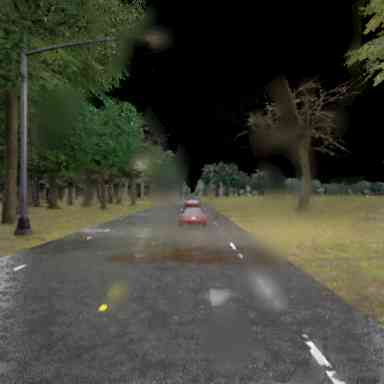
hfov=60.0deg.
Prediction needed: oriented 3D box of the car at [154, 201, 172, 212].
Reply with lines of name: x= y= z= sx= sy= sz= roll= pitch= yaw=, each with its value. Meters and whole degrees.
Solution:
car: x=-3.484 y=1.799 z=40.831 sx=1.994 sy=1.385 sz=4.181 roll=0 pitch=0 yaw=0

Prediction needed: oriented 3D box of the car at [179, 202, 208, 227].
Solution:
car: x=0.110 y=1.683 z=23.641 sx=1.994 sy=1.385 sz=4.181 roll=0 pitch=0 yaw=0

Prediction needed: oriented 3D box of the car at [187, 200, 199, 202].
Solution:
car: x=0.107 y=1.679 z=41.462 sx=1.882 sy=1.535 sz=5.008 roll=0 pitch=0 yaw=0
